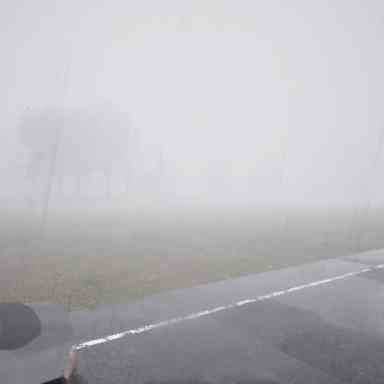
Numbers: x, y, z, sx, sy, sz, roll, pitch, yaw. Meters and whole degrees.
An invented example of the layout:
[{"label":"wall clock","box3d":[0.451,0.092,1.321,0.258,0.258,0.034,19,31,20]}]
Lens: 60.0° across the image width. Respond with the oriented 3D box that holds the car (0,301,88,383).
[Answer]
[{"label":"car","box3d":[-3.061,1.491,1.690,4.902,1.511,2.128,0,0,-35]}]
